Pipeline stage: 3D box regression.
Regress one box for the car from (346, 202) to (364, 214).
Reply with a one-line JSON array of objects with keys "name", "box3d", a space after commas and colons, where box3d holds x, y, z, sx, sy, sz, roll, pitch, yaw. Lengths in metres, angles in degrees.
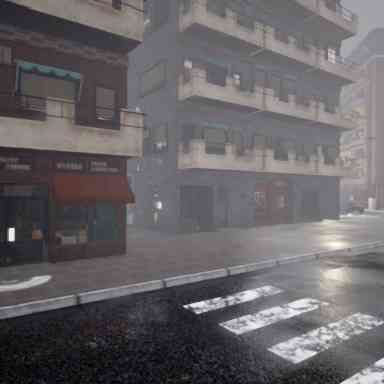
[{"name": "car", "box3d": [18.050, 1.789, 38.328, 1.895, 1.301, 4.718, 0, 0, 5]}]
